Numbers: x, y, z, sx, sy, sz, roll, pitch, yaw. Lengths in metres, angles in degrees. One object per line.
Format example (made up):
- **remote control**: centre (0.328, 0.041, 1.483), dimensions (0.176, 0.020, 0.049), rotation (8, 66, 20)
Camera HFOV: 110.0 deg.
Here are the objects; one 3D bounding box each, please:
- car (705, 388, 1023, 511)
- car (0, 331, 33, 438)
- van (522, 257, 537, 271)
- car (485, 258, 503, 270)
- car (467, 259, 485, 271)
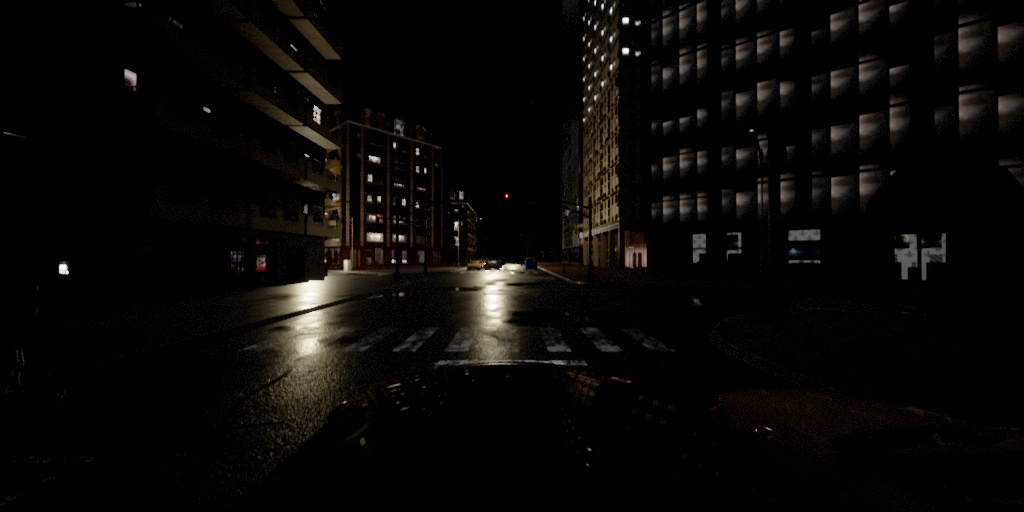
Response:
- **car**: centre (2.563, 1.276, 1.262), dimensions (1.751, 1.417, 4.829), rotation (0, 0, 0)
- **car**: centre (-5.318, 1.065, 1.096), dimensions (2.192, 1.841, 5.009), rotation (0, 0, 0)
- **van**: centre (2.626, 1.100, 50.085), dimensions (1.690, 1.789, 3.998), rotation (0, 0, 0)
- **car**: centre (-2.771, 1.324, 50.860), dimensions (1.994, 1.385, 4.181), rotation (0, 0, 0)
- **car**: centre (-5.254, 1.285, 49.925), dimensions (1.751, 1.417, 4.829), rotation (0, 0, 0)
